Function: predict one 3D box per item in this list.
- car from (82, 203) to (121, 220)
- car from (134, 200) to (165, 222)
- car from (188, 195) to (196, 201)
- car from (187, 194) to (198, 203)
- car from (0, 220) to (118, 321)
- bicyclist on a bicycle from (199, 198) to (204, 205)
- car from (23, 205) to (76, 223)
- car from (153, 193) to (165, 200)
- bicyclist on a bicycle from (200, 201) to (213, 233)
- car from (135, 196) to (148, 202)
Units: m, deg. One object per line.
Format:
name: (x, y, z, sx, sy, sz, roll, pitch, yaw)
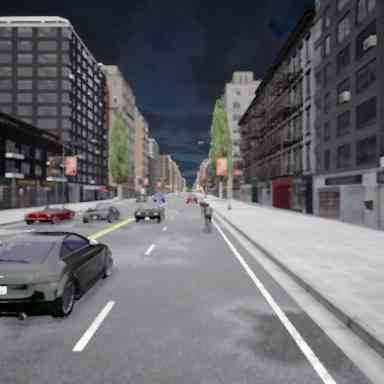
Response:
car: (-6.595, 1.540, 24.570, 1.994, 1.385, 4.181, 0, 0, 0)
car: (-3.149, 1.576, 25.736, 1.895, 1.301, 4.718, 0, 0, 0)
car: (0.001, 1.449, 81.226, 1.994, 1.385, 4.181, 0, 0, 0)
car: (0.072, 1.272, 66.478, 2.097, 1.767, 4.553, 0, 0, 0)
car: (-3.151, 1.557, 7.383, 1.994, 1.385, 4.181, 0, 0, 0)
bicyclist on a bicycle: (0.893, 1.344, 27.239, 0.659, 1.776, 1.843, 0, 0, 0)
car: (-9.847, 1.579, 23.380, 1.895, 1.301, 4.718, 0, 0, 0)
car: (-6.503, 1.141, 66.192, 2.150, 2.045, 5.566, 0, 0, 0)
bicyclist on a bicycle: (0.891, 1.436, 18.160, 0.582, 1.620, 1.656, 0, 0, 0)
car: (-9.759, 1.480, 64.637, 1.994, 1.385, 4.181, 0, 0, 0)
